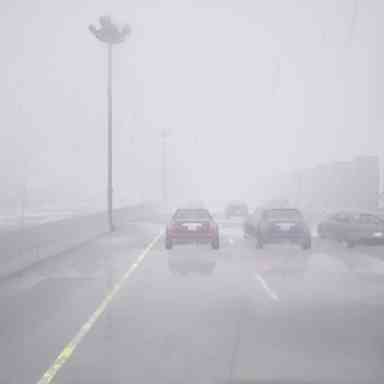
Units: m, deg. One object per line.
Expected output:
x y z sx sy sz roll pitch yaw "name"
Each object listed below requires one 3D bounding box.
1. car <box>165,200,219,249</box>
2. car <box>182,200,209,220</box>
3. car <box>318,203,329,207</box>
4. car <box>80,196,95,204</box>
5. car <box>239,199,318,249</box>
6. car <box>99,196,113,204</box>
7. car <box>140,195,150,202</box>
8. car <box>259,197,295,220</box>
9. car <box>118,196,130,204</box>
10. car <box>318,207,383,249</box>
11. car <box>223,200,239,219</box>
0.026 1.363 14.565 2.097 1.767 4.553 0 0 1 "car"
0.339 1.493 29.520 2.128 1.511 4.902 0 0 1 "car"
10.837 1.614 29.298 1.895 1.301 4.718 0 0 1 "car"
-20.388 1.484 65.228 1.882 1.535 5.008 0 0 -2 "car"
3.526 1.363 14.529 2.097 1.767 4.553 0 0 1 "car"
-16.897 1.529 65.516 1.812 1.442 4.674 0 0 -2 "car"
-10.234 1.515 72.695 2.128 1.511 4.902 0 0 -4 "car"
7.336 1.364 29.322 2.097 1.767 4.553 0 0 1 "car"
-13.402 1.484 65.799 1.882 1.535 5.008 0 0 -2 "car"
7.026 1.570 14.523 1.994 1.385 4.181 0 0 1 "car"
3.838 1.482 29.436 1.882 1.535 5.008 0 0 1 "car"
